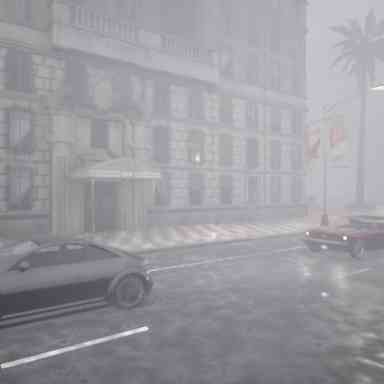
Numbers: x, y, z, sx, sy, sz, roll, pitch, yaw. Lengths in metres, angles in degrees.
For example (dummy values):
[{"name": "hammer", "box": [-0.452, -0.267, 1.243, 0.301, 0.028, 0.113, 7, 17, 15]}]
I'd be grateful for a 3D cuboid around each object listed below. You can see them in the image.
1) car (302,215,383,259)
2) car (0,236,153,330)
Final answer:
[{"name": "car", "box": [6.377, 1.592, 12.770, 4.718, 1.301, 1.895, 0, 0, -35]}, {"name": "car", "box": [-2.843, 1.564, 6.257, 4.181, 1.385, 1.994, 0, 0, -35]}]
